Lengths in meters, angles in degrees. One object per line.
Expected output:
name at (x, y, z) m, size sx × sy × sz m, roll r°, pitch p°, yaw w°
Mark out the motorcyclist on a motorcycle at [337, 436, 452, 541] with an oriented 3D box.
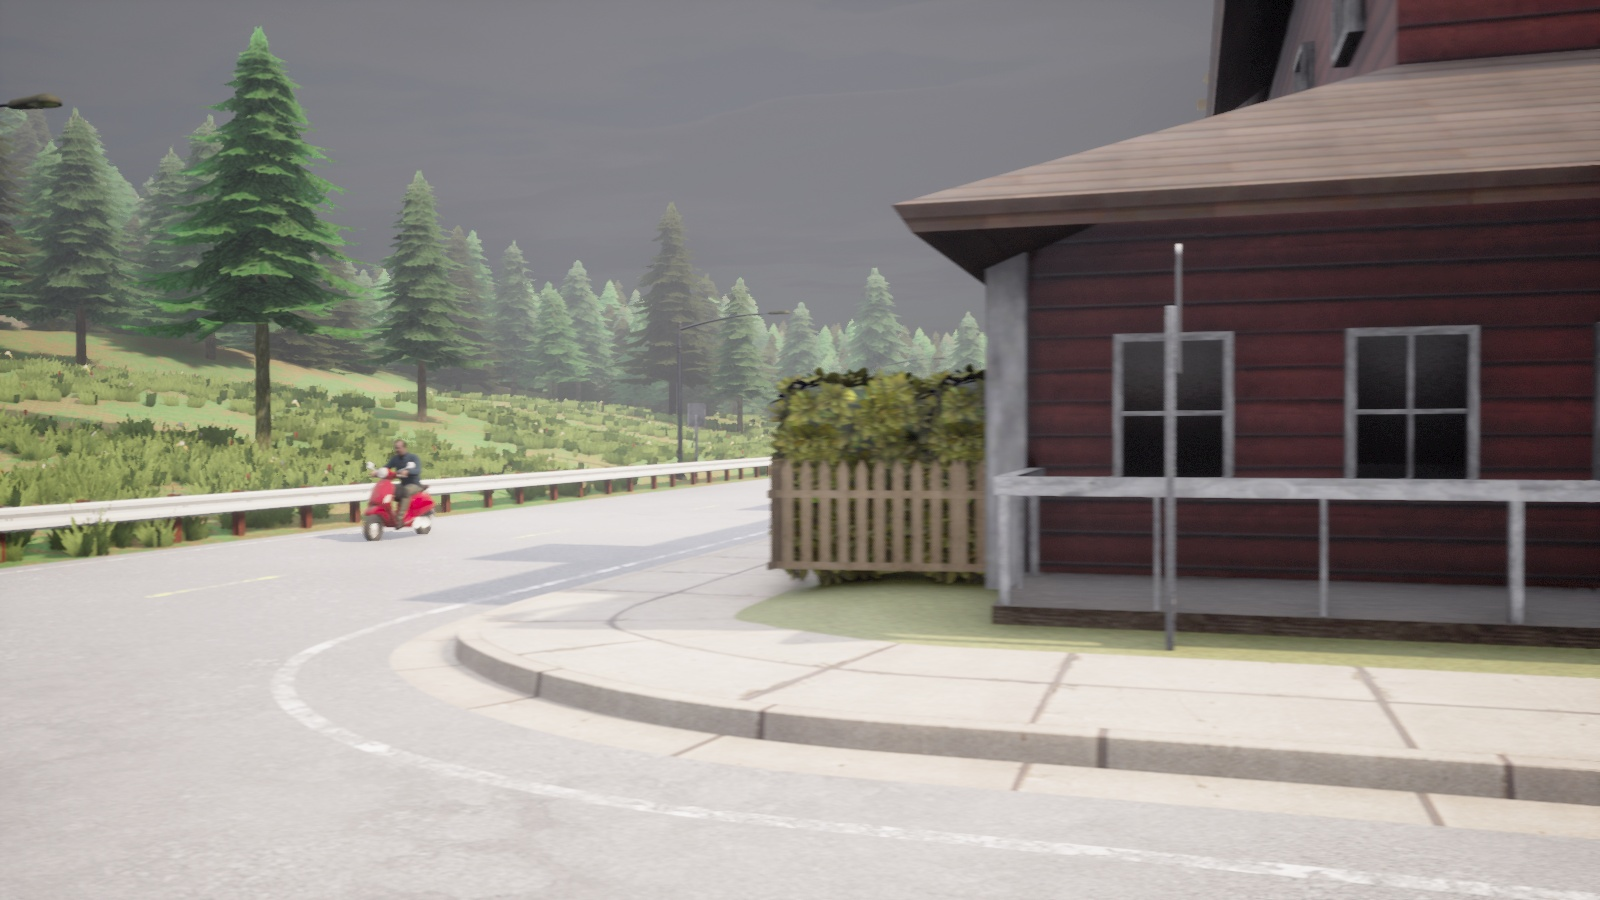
motorcyclist on a motorcycle at (-6.455, 0.577, 20.106) m, size 0.866 × 1.590 × 1.817 m, roll 1°, pitch 1°, yaw 17°
